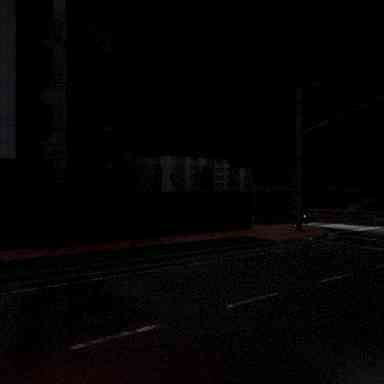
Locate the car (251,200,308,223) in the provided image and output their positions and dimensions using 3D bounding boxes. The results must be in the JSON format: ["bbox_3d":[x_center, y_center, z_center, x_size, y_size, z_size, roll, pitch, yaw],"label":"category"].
[{"bbox_3d":[6.688,1.492,26.003,2.128,1.511,4.902,0,0,-36],"label":"car"}]

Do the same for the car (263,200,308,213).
[{"bbox_3d":[10.655,1.601,38.145,1.895,1.301,4.718,0,0,-37],"label":"car"}]
